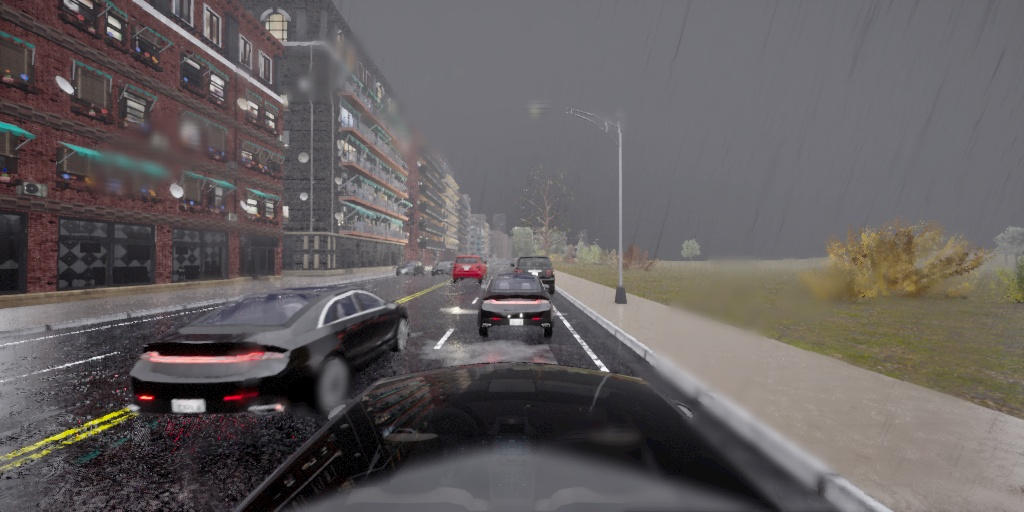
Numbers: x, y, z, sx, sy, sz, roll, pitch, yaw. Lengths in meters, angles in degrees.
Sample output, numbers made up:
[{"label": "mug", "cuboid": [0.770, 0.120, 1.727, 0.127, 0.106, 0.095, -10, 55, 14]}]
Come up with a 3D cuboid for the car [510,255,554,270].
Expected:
[{"label": "car", "cuboid": [1.115, 0.977, 20.189, 2.150, 2.045, 5.566, 0, 0, 0]}]

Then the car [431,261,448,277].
[{"label": "car", "cuboid": [-6.642, 1.256, 35.259, 1.837, 1.490, 4.892, 0, 0, 0]}]

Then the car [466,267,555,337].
[{"label": "car", "cuboid": [0.090, 1.243, 10.318, 2.128, 1.511, 4.902, 0, 0, 0]}]

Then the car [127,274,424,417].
[{"label": "car", "cuboid": [-3.155, 1.243, 5.921, 2.128, 1.511, 4.902, 0, 0, 0]}]

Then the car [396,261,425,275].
[{"label": "car", "cuboid": [-9.891, 1.243, 35.116, 2.128, 1.511, 4.902, 0, 0, 0]}]

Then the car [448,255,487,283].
[{"label": "car", "cuboid": [-3.181, 0.975, 27.666, 2.150, 2.045, 5.566, 0, 0, 0]}]
